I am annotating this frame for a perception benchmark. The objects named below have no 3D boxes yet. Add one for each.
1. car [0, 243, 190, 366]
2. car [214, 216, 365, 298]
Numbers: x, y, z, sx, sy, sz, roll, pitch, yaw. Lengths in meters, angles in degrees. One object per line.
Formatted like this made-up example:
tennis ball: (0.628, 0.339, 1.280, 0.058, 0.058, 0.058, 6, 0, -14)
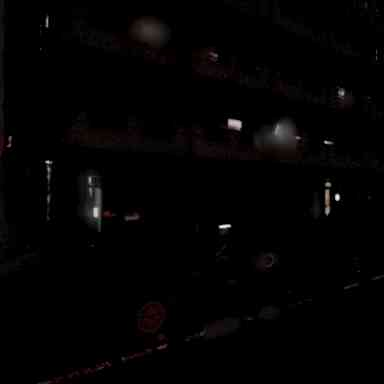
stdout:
car: (-2.147, 1.537, 5.020, 4.507, 1.381, 1.887, -1, 1, -35)
car: (2.485, 1.393, 8.322, 4.097, 1.590, 1.967, -1, 1, -35)
